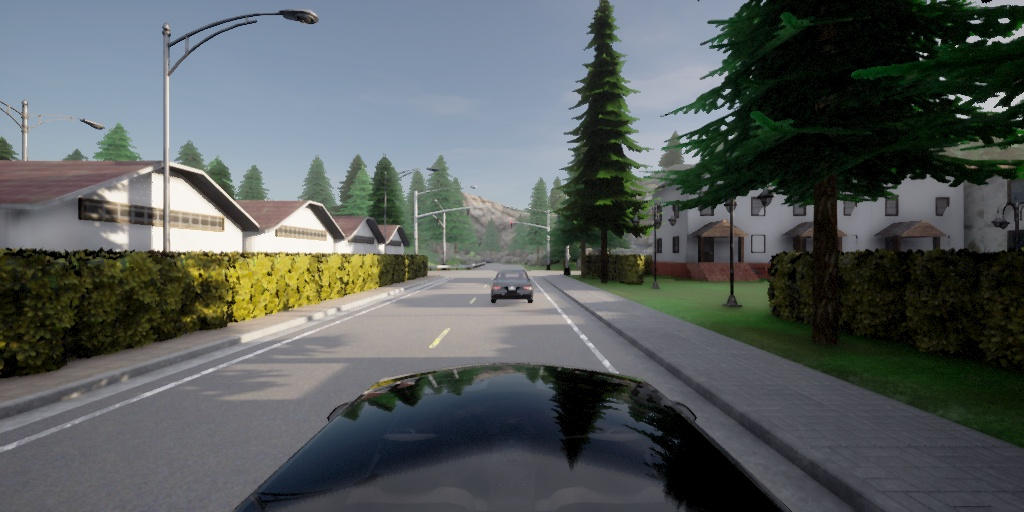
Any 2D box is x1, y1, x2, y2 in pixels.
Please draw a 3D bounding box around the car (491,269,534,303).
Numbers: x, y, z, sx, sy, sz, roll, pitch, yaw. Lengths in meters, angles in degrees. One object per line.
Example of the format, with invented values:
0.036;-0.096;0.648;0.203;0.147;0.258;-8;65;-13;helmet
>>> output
0.000;1.312;16.500;2.033;1.411;5.357;0;0;0;car
